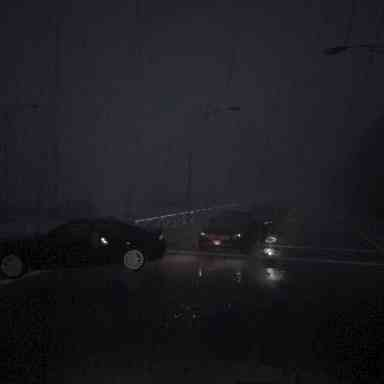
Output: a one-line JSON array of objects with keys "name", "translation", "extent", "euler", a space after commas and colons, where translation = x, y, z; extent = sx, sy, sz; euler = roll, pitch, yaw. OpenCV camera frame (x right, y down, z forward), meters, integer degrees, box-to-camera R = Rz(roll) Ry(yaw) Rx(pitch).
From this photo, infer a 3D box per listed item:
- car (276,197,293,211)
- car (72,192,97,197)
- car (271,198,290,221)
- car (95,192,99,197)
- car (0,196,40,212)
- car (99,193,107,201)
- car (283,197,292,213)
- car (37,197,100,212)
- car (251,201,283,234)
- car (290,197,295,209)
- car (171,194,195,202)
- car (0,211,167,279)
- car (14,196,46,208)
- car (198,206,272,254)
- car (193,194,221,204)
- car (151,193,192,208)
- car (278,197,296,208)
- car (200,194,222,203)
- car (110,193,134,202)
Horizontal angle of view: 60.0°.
[{"name": "car", "translation": [11.762, 1.484, 42.047], "extent": [1.837, 1.490, 4.892], "euler": [0, 0, 19]}, {"name": "car", "translation": [-18.333, 1.250, 53.743], "extent": [4.514, 1.523, 2.007], "euler": [0, 0, 19]}, {"name": "car", "translation": [5.934, 1.475, 24.902], "extent": [2.128, 1.511, 4.902], "euler": [0, 0, 19]}, {"name": "car", "translation": [-21.692, 1.299, 68.001], "extent": [3.806, 1.475, 1.970], "euler": [0, 0, 19]}, {"name": "car", "translation": [-15.041, 1.356, 29.404], "extent": [3.806, 1.475, 1.970], "euler": [0, 0, 19]}, {"name": "car", "translation": [-20.043, 1.015, 70.952], "extent": [3.866, 1.878, 1.905], "euler": [0, 0, 19]}, {"name": "car", "translation": [7.824, 1.487, 30.461], "extent": [1.837, 1.490, 4.892], "euler": [0, 0, 19]}, {"name": "car", "translation": [-8.974, 1.356, 24.194], "extent": [3.633, 1.501, 1.845], "euler": [0, 0, 19]}, {"name": "car", "translation": [4.010, 1.490, 19.260], "extent": [1.837, 1.490, 4.892], "euler": [0, 0, 19]}, {"name": "car", "translation": [9.877, 1.545, 36.495], "extent": [1.994, 1.385, 4.181], "euler": [0, 0, 19]}, {"name": "car", "translation": [-1.939, 1.259, 68.659], "extent": [4.514, 1.523, 2.007], "euler": [0, 0, 19]}, {"name": "car", "translation": [-3.261, 1.475, 9.843], "extent": [5.008, 1.535, 1.882], "euler": [0, 0, -15]}, {"name": "car", "translation": [-21.589, 1.274, 44.296], "extent": [3.633, 1.501, 1.845], "euler": [0, 0, 19]}, {"name": "car", "translation": [1.851, 1.514, 13.856], "extent": [1.812, 1.442, 4.674], "euler": [0, 0, 25]}, {"name": "car", "translation": [1.798, 1.127, 56.743], "extent": [5.027, 1.636, 2.152], "euler": [0, 0, 19]}, {"name": "car", "translation": [-2.864, 1.075, 41.745], "extent": [4.605, 1.855, 1.932], "euler": [0, 0, 19]}, {"name": "car", "translation": [13.656, 1.469, 47.619], "extent": [2.128, 1.511, 4.902], "euler": [0, 0, 19]}, {"name": "car", "translation": [3.556, 1.203, 62.923], "extent": [3.806, 1.475, 1.970], "euler": [0, 0, 19]}, {"name": "car", "translation": [-13.651, 1.047, 65.308], "extent": [4.605, 1.855, 1.932], "euler": [0, 0, 19]}]
